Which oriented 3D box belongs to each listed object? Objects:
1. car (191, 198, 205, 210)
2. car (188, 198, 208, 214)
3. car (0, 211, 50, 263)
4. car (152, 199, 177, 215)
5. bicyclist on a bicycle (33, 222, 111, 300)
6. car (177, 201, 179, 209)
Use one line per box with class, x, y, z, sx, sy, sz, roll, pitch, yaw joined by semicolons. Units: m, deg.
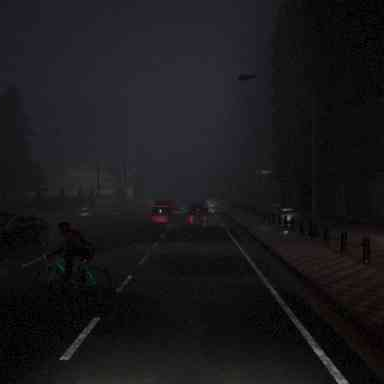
car;0.800;1.526;44.187;1.812;1.442;4.674;0;0;1
car;0.643;1.526;34.623;1.812;1.442;4.674;0;0;1
car;-6.924;1.491;12.069;2.128;1.511;4.902;0;0;1
car;-2.881;1.505;33.382;1.837;1.490;4.892;0;0;1
bicyclist on a bicycle;-2.509;1.452;6.943;1.656;1.620;0.582;-1;0;1
car;-2.730;1.564;42.293;1.994;1.385;4.181;0;0;1
